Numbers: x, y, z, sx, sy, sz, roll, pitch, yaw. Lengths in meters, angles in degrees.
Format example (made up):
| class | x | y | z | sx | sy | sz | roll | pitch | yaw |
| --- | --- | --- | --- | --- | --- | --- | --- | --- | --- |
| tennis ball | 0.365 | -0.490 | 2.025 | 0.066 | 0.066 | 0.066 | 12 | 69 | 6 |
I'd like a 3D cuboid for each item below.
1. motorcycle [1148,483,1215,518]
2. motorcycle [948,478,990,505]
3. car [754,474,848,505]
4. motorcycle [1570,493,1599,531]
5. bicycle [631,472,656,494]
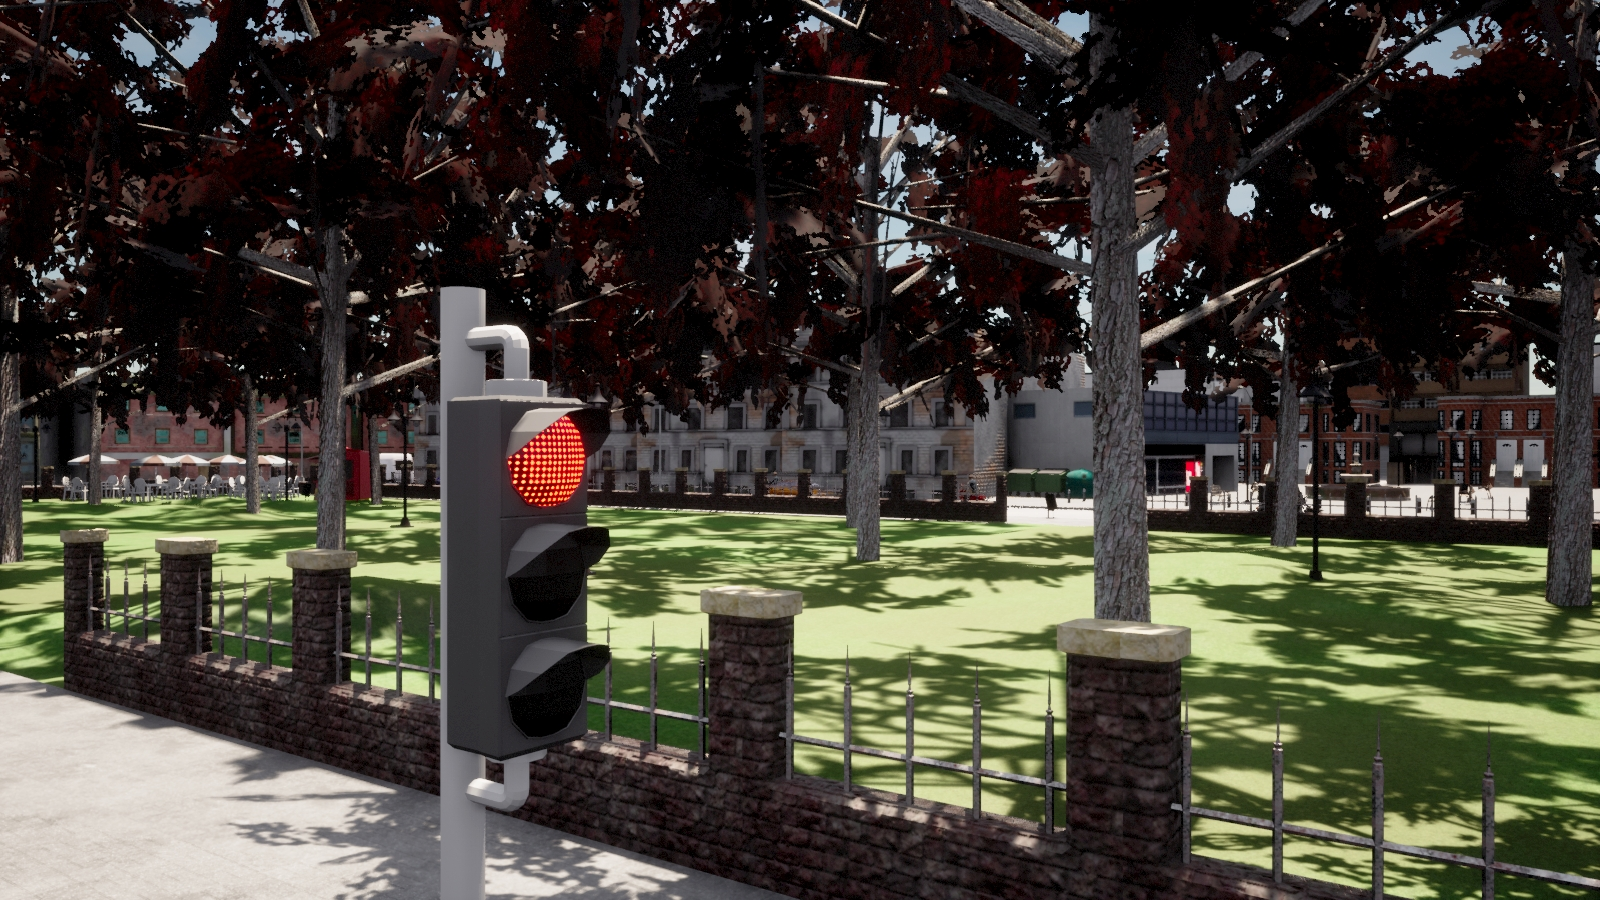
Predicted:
| class | x | y | z | sx | sy | sz | roll | pitch | yaw |
| --- | --- | --- | --- | --- | --- | --- | --- | --- | --- |
| motorcycle | 14.869 | 1.950 | 44.617 | 2.356 | 1.277 | 0.764 | 0 | 0 | 36 |
| motorcycle | 8.062 | 1.962 | 54.489 | 1.805 | 1.236 | 0.856 | 0 | 0 | 36 |
| car | 0.041 | 1.898 | 55.397 | 4.181 | 1.385 | 1.994 | 0 | 0 | 36 |
| motorcycle | 25.899 | 1.993 | 36.590 | 2.033 | 1.145 | 0.803 | 0 | 0 | 36 |
| bicycle | -9.217 | 1.936 | 67.065 | 1.643 | 1.296 | 0.373 | -1 | 0 | 36 |
